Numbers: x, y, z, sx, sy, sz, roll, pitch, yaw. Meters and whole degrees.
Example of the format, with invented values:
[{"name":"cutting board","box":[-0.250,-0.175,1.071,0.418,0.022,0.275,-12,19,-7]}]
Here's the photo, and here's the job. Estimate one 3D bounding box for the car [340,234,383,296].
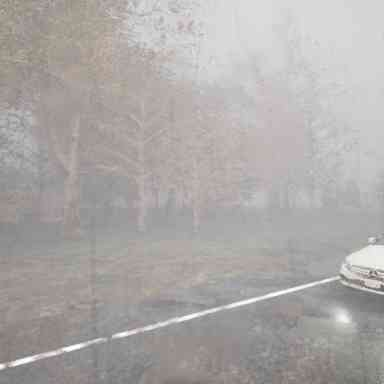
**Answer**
[{"name":"car","box":[5.430,1.536,7.854,4.674,1.442,1.812,0,0,-35]}]
